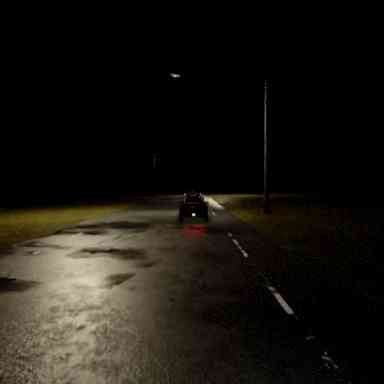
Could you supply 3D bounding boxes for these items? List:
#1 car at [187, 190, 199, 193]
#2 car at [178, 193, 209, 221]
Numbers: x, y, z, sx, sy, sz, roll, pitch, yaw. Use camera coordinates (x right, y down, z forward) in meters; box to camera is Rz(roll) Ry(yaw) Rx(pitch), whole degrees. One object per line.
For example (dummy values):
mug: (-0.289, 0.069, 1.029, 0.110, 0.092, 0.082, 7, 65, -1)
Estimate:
car: (0.112, 0.582, 40.649, 2.097, 1.767, 4.553, 0, 1, 0)
car: (0.101, 1.082, 22.818, 1.837, 1.490, 4.892, 0, 2, 0)
